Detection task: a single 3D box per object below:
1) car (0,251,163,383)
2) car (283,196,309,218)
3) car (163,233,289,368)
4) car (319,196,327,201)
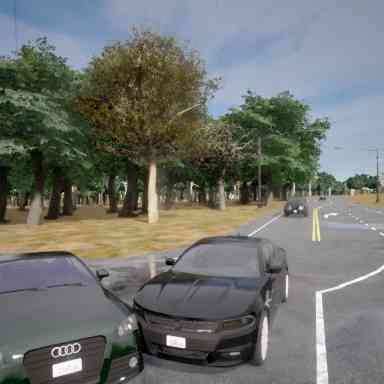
[{"bbox_3d":[-2.335,1.644,5.028,1.994,1.385,4.181,2,-2,-33],"label":"car"},{"bbox_3d":[10.400,1.427,33.055,2.150,2.045,5.566,-1,0,20],"label":"car"},{"bbox_3d":[0.706,1.614,6.337,1.882,1.535,5.008,-1,-2,21],"label":"car"},{"bbox_3d":[33.095,1.675,84.209,1.895,1.301,4.718,-1,0,21],"label":"car"}]
